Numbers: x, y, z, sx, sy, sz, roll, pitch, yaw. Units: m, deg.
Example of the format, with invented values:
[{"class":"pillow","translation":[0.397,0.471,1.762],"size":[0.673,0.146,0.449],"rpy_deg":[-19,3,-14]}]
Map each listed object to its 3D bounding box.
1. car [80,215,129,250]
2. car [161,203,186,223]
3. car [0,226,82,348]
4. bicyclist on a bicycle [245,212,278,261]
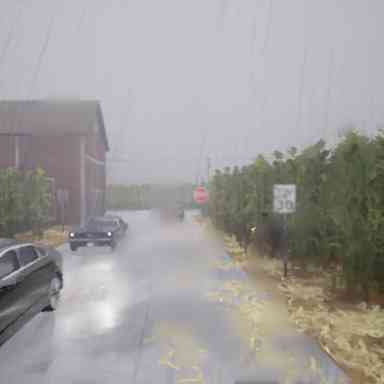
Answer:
[{"class":"car","translation":[-4.111,1.779,15.252],"size":[1.895,1.301,4.718],"rpy_deg":[-1,-1,-3]},{"class":"car","translation":[-1.541,1.689,27.502],"size":[2.128,1.511,4.902],"rpy_deg":[-1,0,-1]},{"class":"car","translation":[-3.455,1.560,5.016],"size":[2.128,1.511,4.902],"rpy_deg":[-1,0,-4]},{"class":"bicyclist on a bicycle","translation":[2.559,1.487,11.014],"size":[1.656,1.620,0.582],"rpy_deg":[0,0,-4]}]
